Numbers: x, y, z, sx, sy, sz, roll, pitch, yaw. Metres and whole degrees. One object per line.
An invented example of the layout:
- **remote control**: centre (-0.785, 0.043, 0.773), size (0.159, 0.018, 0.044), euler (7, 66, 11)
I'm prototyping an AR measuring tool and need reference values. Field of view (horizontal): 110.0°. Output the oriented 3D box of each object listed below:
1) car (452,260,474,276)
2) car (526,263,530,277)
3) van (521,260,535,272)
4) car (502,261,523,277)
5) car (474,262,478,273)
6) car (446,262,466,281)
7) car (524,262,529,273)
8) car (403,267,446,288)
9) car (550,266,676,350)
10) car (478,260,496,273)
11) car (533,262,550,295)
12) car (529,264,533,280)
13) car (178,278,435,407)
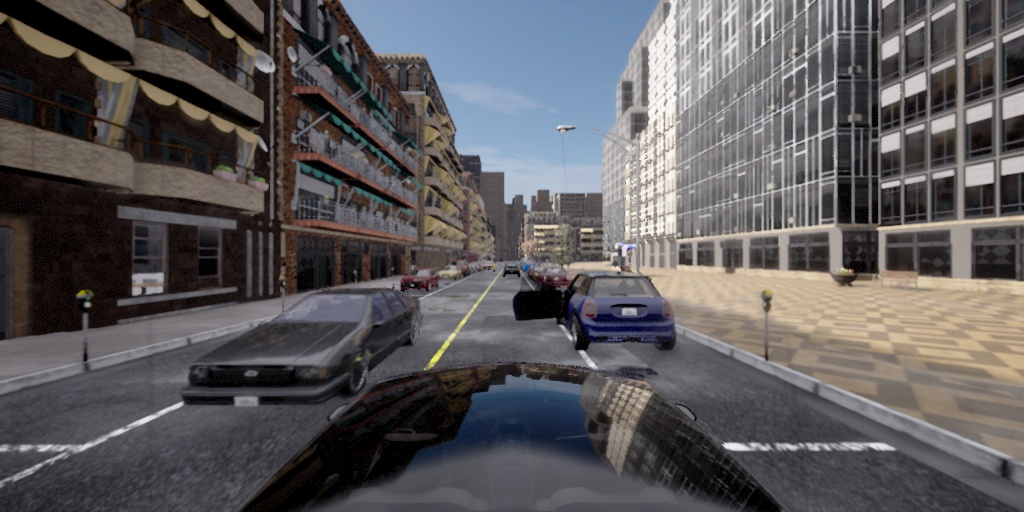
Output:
- **car**: centre (-5.820, 1.375, 39.527), size (2.192, 1.841, 5.009), euler (0, 0, 0)
- **car**: centre (2.580, 1.594, 34.031), size (1.802, 1.307, 4.207), euler (0, 0, 0)
- **van**: centre (2.523, 1.496, 50.609), size (1.690, 1.789, 3.998), euler (0, 0, 0)
- **car**: centre (-0.044, 1.568, 40.427), size (1.837, 1.490, 4.892), euler (0, -2, -1)
- **car**: centre (-5.838, 1.658, 45.054), size (2.007, 1.370, 4.403), euler (0, 0, 0)
- **car**: centre (-5.800, 1.538, 33.832), size (1.751, 1.417, 4.829), euler (0, 0, 0)
- **car**: centre (2.561, 1.641, 39.556), size (1.802, 1.307, 4.207), euler (0, 0, 0)
- **car**: centre (-5.762, 1.466, 22.949), size (1.888, 1.381, 4.507), euler (0, 0, 0)
- **car**: centre (2.365, 1.161, 9.371), size (2.097, 1.767, 4.553), euler (0, 0, 0)
- **car**: centre (-3.159, 1.330, 48.276), size (1.882, 1.535, 5.008), euler (0, -1, 0)
- **car**: centre (2.618, 1.360, 22.977), size (1.967, 1.591, 4.097), euler (0, 0, 0)
- **car**: centre (2.599, 1.491, 28.674), size (1.751, 1.417, 4.829), euler (0, 0, 0)
- **car**: centre (-3.115, 1.337, 6.861), size (2.033, 1.411, 5.357), euler (0, 0, 0)
